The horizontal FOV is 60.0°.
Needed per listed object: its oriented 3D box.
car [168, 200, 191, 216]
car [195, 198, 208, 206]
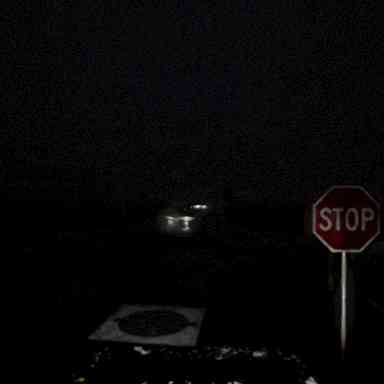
[{"bbox_3d":[-1.208,1.614,33.941,1.882,1.535,5.008,0,0,5],"label":"car"},{"bbox_3d":[1.709,1.744,59.954,1.994,1.385,4.181,0,0,9],"label":"car"}]
